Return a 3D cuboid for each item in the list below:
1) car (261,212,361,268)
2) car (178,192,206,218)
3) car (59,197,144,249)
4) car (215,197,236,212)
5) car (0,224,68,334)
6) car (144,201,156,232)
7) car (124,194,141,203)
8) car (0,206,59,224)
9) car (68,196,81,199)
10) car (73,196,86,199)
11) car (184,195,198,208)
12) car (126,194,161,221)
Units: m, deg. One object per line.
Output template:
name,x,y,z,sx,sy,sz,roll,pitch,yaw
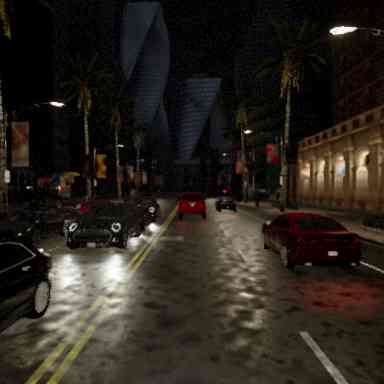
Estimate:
car,3.612,1.408,10.981,1.882,1.535,5.008,0,0,0
car,0.012,1.048,27.731,2.150,2.045,5.566,0,0,0
car,-3.529,1.263,13.990,2.097,1.767,4.553,0,0,1
car,3.492,1.272,35.022,2.128,1.511,4.902,0,0,0
car,-3.583,1.477,4.545,1.837,1.490,4.892,0,0,0
car,-3.478,1.444,19.139,1.994,1.385,4.181,0,0,0
car,-10.418,1.113,58.677,2.231,1.521,4.892,0,0,-1
car,-7.022,1.454,14.808,2.033,1.411,5.357,0,0,1
car,-10.115,1.170,29.303,2.185,1.767,4.553,0,0,-1
car,-7.035,1.320,25.165,1.882,1.535,5.008,0,0,0
car,-0.113,1.227,44.213,1.837,1.490,4.892,0,1,0
car,-3.538,1.196,24.784,2.097,1.767,4.553,0,0,0
